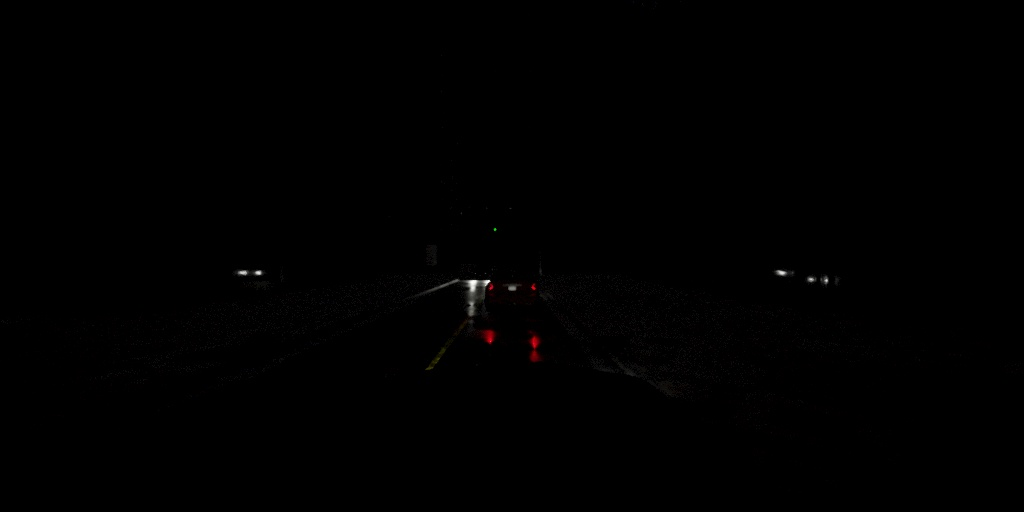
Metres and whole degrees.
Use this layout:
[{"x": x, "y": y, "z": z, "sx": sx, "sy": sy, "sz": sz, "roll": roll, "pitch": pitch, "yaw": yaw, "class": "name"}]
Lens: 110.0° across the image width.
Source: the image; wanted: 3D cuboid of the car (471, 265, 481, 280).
[{"x": -2.999, "y": 1.597, "z": 36.404, "sx": 1.837, "sy": 1.490, "sz": 4.892, "roll": 0, "pitch": -1, "yaw": 1, "class": "car"}]

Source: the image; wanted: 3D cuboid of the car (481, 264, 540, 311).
[{"x": 0.032, "y": 1.236, "z": 15.279, "sx": 2.097, "sy": 1.767, "sz": 4.553, "roll": 0, "pitch": -1, "yaw": 1, "class": "car"}]
